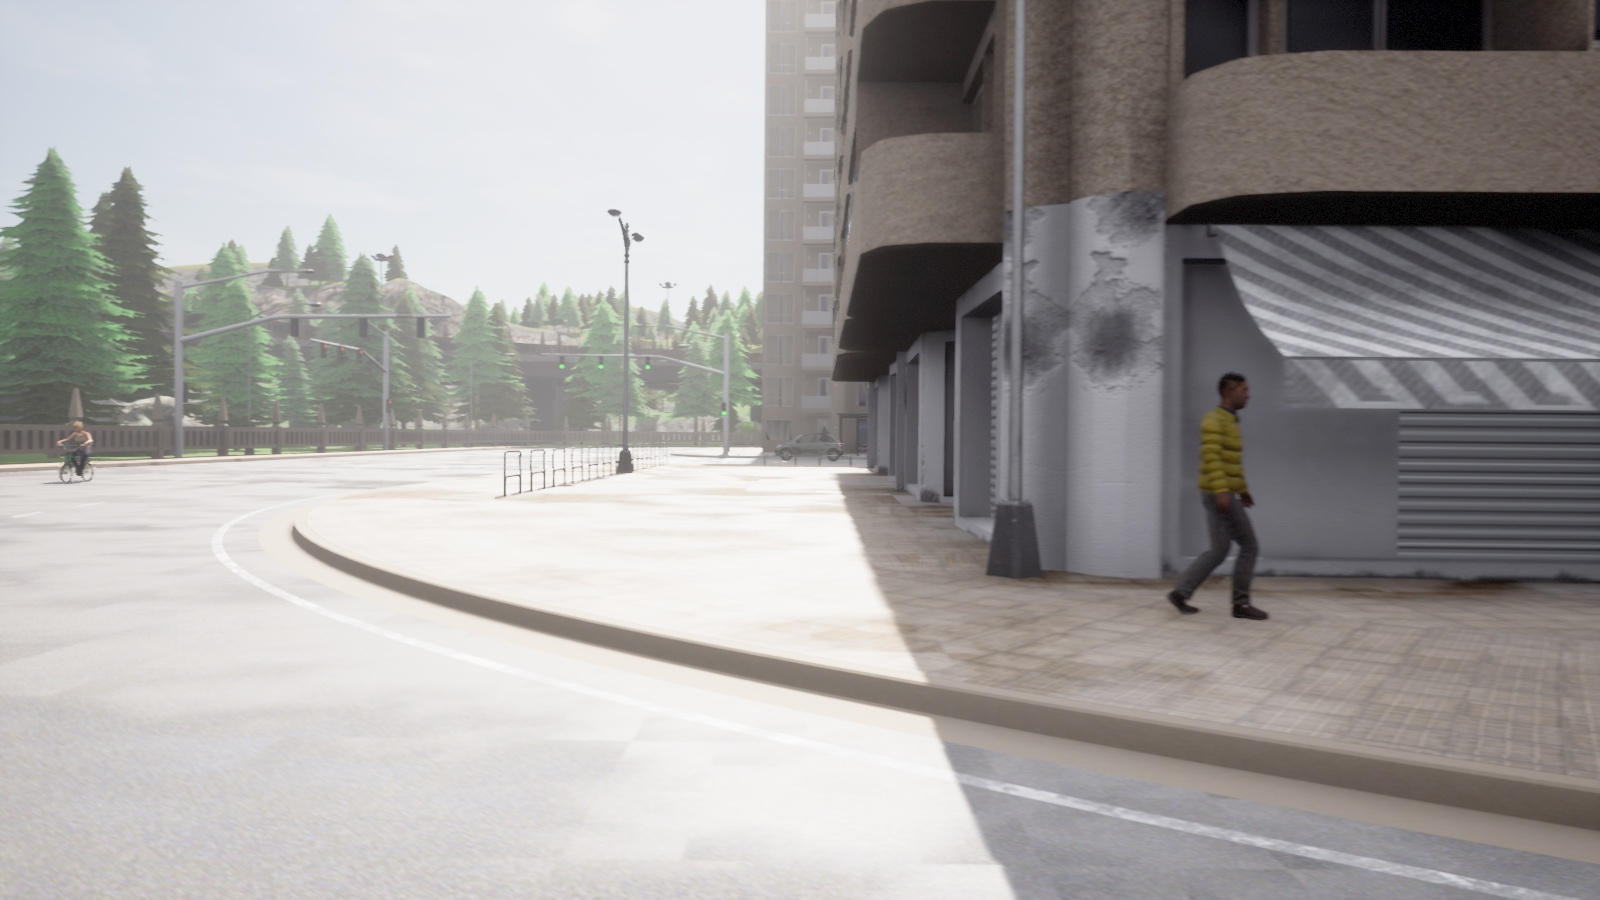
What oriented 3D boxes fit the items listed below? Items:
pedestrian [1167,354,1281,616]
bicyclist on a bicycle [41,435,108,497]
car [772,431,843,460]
[{"bbox_3d":[3.104,0.242,9.186,0.709,1.840,0.431,0,1,31],"label":"pedestrian"},{"bbox_3d":[-19.174,0.407,33.209,0.866,1.612,1.509,0,1,0],"label":"bicyclist on a bicycle"},{"bbox_3d":[0.437,-0.241,72.337,3.988,1.617,1.851,0,1,0],"label":"car"}]
